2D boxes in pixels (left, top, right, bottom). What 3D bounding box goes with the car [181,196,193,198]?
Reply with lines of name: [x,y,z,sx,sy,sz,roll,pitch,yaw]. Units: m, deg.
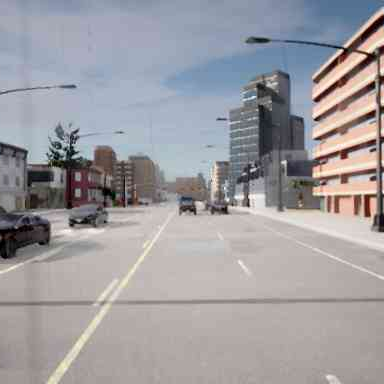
car: [-0.649,1.536,46.728,2.150,2.045,5.566,0,-1,0]

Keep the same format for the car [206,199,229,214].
car: [3.049,1.711,37.951,2.128,1.511,4.902,0,0,-1]

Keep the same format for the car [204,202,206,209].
car: [2.850,1.825,47.944,2.128,1.511,4.902,0,-1,-1]

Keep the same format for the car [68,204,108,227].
car: [-7.432,1.666,24.224,1.837,1.490,4.892,0,0,-1]

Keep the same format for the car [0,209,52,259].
car: [-7.266,1.605,13.185,2.128,1.511,4.902,0,0,-1]

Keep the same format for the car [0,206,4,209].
car: [-10.805,1.479,16.398,2.097,1.767,4.553,0,0,-1]

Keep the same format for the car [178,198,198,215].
car: [-0.457,1.719,36.665,1.837,1.490,4.892,0,0,-1]
